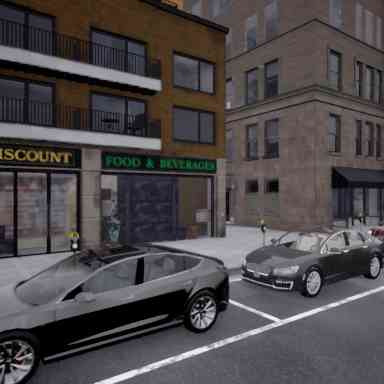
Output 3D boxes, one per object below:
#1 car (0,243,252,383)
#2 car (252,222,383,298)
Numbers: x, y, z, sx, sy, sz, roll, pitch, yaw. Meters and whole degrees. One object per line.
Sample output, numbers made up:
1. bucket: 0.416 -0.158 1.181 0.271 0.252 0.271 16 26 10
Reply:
1. car: -1.332 1.566 5.236 4.313 1.339 1.947 0 0 -35
2. car: 3.176 1.551 8.418 4.403 1.369 2.008 0 0 -35
